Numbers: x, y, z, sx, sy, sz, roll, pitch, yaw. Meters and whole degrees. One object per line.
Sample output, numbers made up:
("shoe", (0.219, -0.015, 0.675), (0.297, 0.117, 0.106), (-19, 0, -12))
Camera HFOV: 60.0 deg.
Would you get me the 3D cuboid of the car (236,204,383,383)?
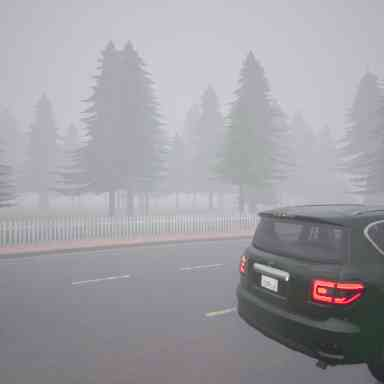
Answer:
("car", (3.348, 1.222, 5.365), (5.566, 2.045, 2.150), (0, 0, -27))
